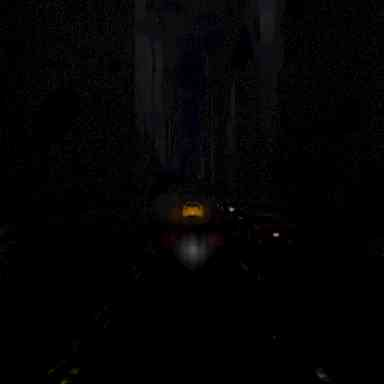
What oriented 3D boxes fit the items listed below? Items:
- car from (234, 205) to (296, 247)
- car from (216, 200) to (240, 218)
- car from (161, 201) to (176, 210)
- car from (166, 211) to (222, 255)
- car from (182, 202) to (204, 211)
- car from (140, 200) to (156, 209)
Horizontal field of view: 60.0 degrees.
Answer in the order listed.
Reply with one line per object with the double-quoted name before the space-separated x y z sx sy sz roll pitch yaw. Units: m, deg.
"car" 3.321 1.579 15.542 1.882 1.535 5.008 0 -1 0
"car" 3.316 1.537 29.854 2.097 1.767 4.553 0 0 0
"car" -3.312 1.886 47.921 1.895 1.301 4.718 0 0 0
"car" 0.061 1.690 13.668 1.895 1.301 4.718 0 0 0
"car" 0.076 1.674 31.625 1.882 1.535 5.008 0 0 0
"car" -6.546 1.844 50.198 2.033 1.411 5.357 0 0 0
